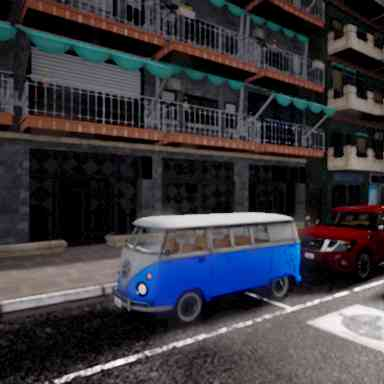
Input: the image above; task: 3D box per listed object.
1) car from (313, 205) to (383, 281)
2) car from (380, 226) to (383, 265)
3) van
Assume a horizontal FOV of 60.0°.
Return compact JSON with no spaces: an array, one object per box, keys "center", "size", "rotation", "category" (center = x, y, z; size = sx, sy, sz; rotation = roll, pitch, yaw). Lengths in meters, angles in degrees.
[{"center":[5.115,1.341,10.073],"size":[5.009,1.841,2.192],"rotation":[0,0,-35],"category":"car"},{"center":[6.686,1.552,8.009],"size":[4.674,1.442,1.812],"rotation":[0,0,-35],"category":"car"},{"center":[0.469,1.349,6.840],"size":[3.998,1.788,1.690],"rotation":[0,0,-35],"category":"van"}]
